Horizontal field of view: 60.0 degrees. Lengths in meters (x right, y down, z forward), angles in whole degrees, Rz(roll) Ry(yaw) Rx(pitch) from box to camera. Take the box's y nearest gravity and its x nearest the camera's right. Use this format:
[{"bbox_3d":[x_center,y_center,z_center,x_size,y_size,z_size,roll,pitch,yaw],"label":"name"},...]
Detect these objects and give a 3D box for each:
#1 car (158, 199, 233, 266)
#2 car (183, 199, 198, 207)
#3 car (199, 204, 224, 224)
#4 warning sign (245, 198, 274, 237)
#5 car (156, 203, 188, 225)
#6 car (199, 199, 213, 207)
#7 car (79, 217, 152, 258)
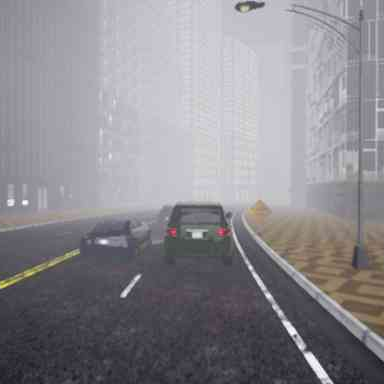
[{"bbox_3d":[0.304,1.340,12.217,2.150,2.045,5.566,0,0,3],"label":"car"},{"bbox_3d":[-0.251,2.177,67.238,1.812,1.442,4.674,0,0,16],"label":"car"},{"bbox_3d":[1.728,1.795,28.182,1.812,1.442,4.674,0,0,8],"label":"car"},{"bbox_3d":[3.463,1.280,17.064,1.300,1.860,1.060,1,1,4],"label":"warning sign"},{"bbox_3d":[-1.560,1.769,28.136,1.837,1.490,4.892,0,0,8],"label":"car"},{"bbox_3d":[2.793,2.182,66.050,1.812,1.442,4.674,0,-1,16],"label":"car"},{"bbox_3d":[-2.866,1.686,13.320,1.994,1.385,4.181,0,0,4],"label":"car"}]
